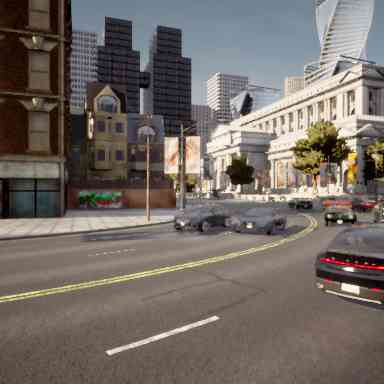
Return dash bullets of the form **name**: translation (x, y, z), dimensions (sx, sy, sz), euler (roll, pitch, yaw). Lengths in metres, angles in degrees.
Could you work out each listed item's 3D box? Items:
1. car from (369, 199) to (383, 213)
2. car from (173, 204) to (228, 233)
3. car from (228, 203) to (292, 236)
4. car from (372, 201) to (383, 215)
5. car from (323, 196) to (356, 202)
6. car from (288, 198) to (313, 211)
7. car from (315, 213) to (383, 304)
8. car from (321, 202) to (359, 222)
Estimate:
- **car**: translation (13.600, 1.339, 22.403), dimensions (2.097, 1.767, 4.553), euler (0, 0, 21)
- **car**: translation (0.736, 1.490, 19.974), dimensions (1.837, 1.490, 4.892), euler (1, 0, 31)
- **car**: translation (3.912, 1.550, 18.527), dimensions (1.994, 1.385, 4.181), euler (0, 0, 31)
- **car**: translation (19.580, 1.577, 32.800), dimensions (1.895, 1.301, 4.718), euler (0, 0, 11)
- **car**: translation (16.760, 1.326, 38.807), dimensions (2.097, 1.767, 4.553), euler (0, 0, 3)
- **car**: translation (13.316, 1.448, 41.282), dimensions (1.882, 1.535, 5.008), euler (0, 0, 0)
- **car**: translation (4.586, 1.502, 7.849), dimensions (1.837, 1.490, 4.892), euler (1, 1, 44)
- **car**: translation (10.184, 1.586, 23.097), dimensions (1.895, 1.301, 4.718), euler (0, 0, 22)
